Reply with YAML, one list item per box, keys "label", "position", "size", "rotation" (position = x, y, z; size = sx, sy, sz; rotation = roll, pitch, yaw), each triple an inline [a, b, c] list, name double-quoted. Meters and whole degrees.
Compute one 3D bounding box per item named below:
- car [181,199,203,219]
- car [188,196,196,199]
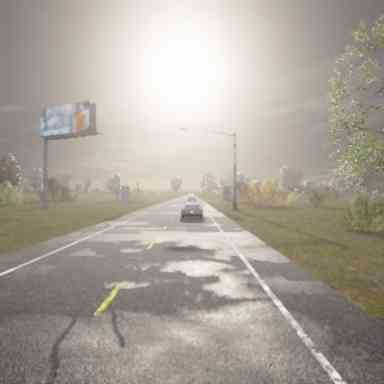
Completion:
- label: "car"
  position: [0.020, 1.650, 30.188]
  size: [1.994, 1.385, 4.181]
  rotation: [0, 0, 0]
- label: "car"
  position: [0.017, 1.615, 62.013]
  size: [2.033, 1.649, 4.856]
  rotation: [0, -1, 0]
